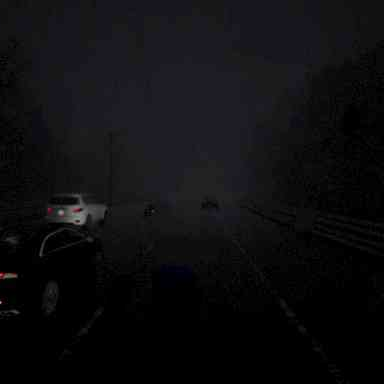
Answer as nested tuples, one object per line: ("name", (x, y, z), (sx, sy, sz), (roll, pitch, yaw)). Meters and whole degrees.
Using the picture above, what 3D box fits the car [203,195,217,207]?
("car", (2.558, 1.243, 47.185), (1.812, 1.442, 4.674), (0, 0, 4))

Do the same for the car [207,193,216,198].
("car", (5.271, 0.923, 89.422), (2.033, 1.411, 5.357), (0, 0, 7))

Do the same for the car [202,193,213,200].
("car", (3.351, 0.962, 71.394), (1.994, 1.385, 4.181), (0, 0, 6))

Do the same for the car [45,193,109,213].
("car", (-6.609, 1.093, 19.665), (2.150, 2.045, 5.566), (0, 0, 2))

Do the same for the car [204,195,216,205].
("car", (2.950, 1.192, 53.096), (1.837, 1.490, 4.892), (0, 0, 4))

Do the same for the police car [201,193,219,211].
("police car", (2.011, 1.196, 37.435), (1.930, 1.638, 5.238), (0, 0, 3))

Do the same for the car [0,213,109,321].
("car", (-3.339, 1.443, 7.164), (2.128, 1.511, 4.902), (0, 0, 1))

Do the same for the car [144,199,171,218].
("car", (-2.838, 1.349, 27.943), (1.812, 1.442, 4.674), (0, 0, 2))
